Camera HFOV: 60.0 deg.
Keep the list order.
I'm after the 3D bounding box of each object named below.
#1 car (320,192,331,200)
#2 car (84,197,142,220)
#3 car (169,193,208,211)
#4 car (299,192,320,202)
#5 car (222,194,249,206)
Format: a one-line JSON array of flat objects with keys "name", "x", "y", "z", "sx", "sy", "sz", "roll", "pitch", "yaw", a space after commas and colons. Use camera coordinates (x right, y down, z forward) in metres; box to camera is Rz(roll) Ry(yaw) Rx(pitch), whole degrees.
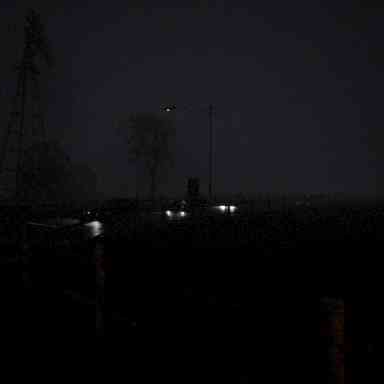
[{"name": "car", "x": 24.746, "y": 0.710, "z": 62.554, "sx": 1.994, "sy": 1.385, "sz": 4.181, "roll": 1, "pitch": 1, "yaw": 36}, {"name": "car", "x": -5.962, "y": 1.206, "z": 25.647, "sx": 1.837, "sy": 1.490, "sz": 4.892, "roll": 1, "pitch": 2, "yaw": 35}, {"name": "car", "x": -0.318, "y": 0.924, "z": 33.597, "sx": 2.097, "sy": 1.767, "sz": 4.553, "roll": 1, "pitch": 2, "yaw": 35}, {"name": "car", "x": 18.947, "y": 0.800, "z": 54.371, "sx": 1.812, "sy": 1.442, "sz": 4.674, "roll": 1, "pitch": 2, "yaw": 35}, {"name": "car", "x": 5.458, "y": 1.005, "z": 41.742, "sx": 1.994, "sy": 1.385, "sz": 4.181, "roll": 1, "pitch": 2, "yaw": 35}]
